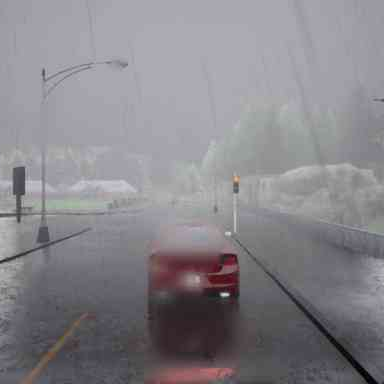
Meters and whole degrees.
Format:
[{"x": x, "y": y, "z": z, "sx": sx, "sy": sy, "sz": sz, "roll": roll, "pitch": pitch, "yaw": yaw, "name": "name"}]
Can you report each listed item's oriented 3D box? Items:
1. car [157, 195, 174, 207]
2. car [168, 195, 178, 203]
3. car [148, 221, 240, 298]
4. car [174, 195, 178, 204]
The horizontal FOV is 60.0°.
[{"x": -4.132, "y": 1.526, "z": 50.822, "sx": 1.812, "sy": 1.442, "sz": 4.674, "roll": 0, "pitch": 0, "yaw": 0, "name": "car"}, {"x": -4.052, "y": 1.500, "z": 70.905, "sx": 1.837, "sy": 1.490, "sz": 4.892, "roll": 0, "pitch": 0, "yaw": 0, "name": "car"}, {"x": 0.053, "y": 1.478, "z": 8.591, "sx": 1.882, "sy": 1.535, "sz": 5.008, "roll": 0, "pitch": 0, "yaw": 0, "name": "car"}, {"x": -4.125, "y": 1.526, "z": 60.740, "sx": 1.812, "sy": 1.442, "sz": 4.674, "roll": 0, "pitch": 0, "yaw": 1, "name": "car"}]
